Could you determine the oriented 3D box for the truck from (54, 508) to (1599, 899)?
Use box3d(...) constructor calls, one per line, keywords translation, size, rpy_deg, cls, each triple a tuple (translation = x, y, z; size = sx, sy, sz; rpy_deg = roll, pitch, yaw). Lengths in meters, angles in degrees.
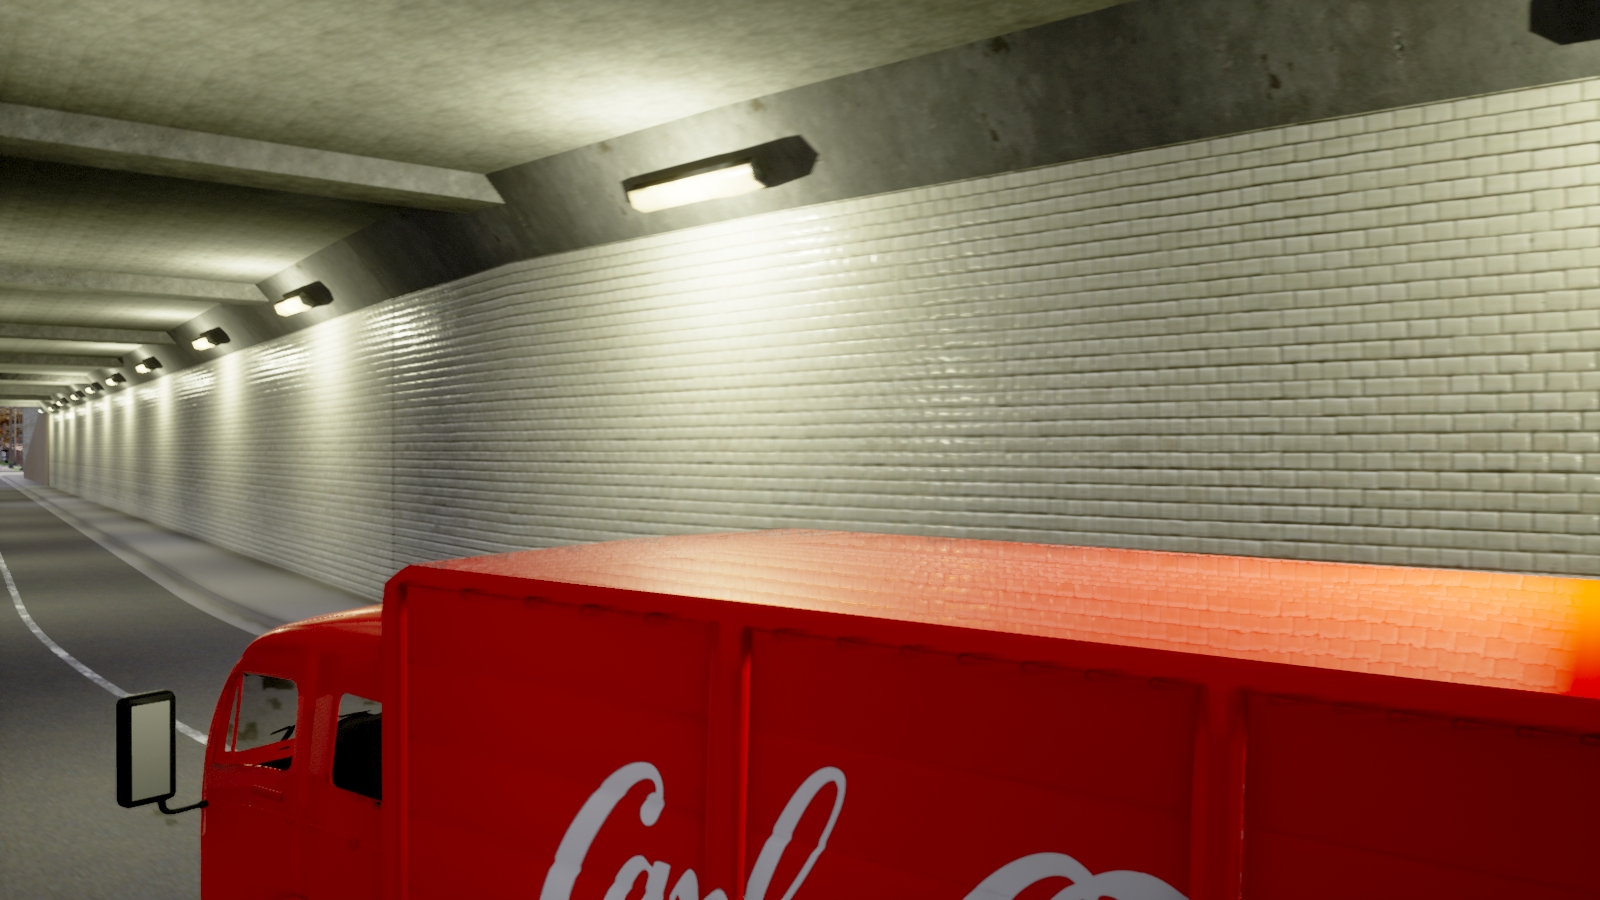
box3d(translation=(-0.059, 1.569, 3.939), size=(5.204, 2.467, 2.627), rpy_deg=(0, 0, 38), cls="truck")
